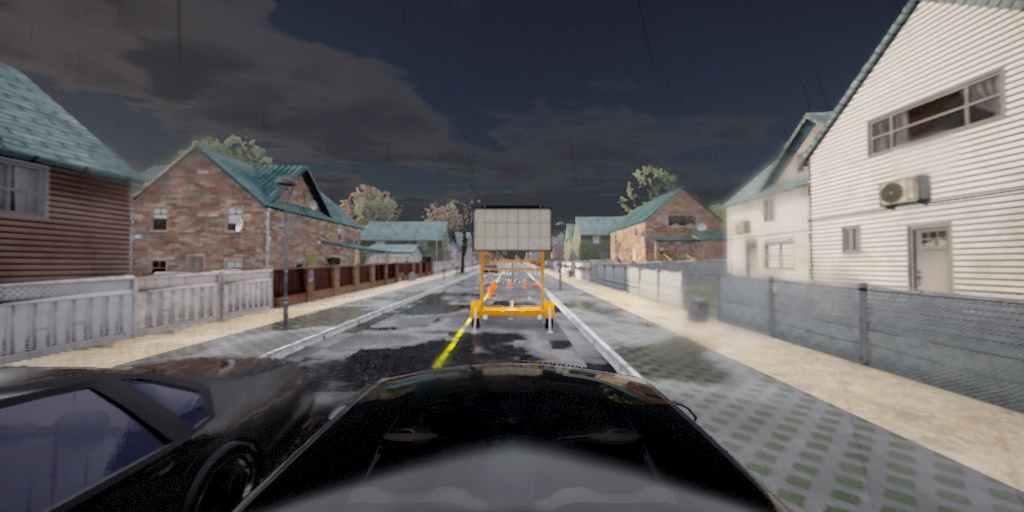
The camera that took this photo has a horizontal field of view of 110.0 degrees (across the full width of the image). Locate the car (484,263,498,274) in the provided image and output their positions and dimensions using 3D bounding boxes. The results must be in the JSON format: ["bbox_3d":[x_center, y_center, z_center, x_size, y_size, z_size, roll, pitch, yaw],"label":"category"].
[{"bbox_3d":[-2.770,1.561,44.879,1.994,1.385,4.181,0,0,0],"label":"car"}]

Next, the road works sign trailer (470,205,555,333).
[{"bbox_3d":[0.015,0.269,10.931,2.380,3.560,2.880,0,0,0],"label":"road works sign trailer"}]

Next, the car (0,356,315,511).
[{"bbox_3d":[-2.853,1.294,1.150,2.033,1.411,5.357,0,0,0],"label":"car"}]
